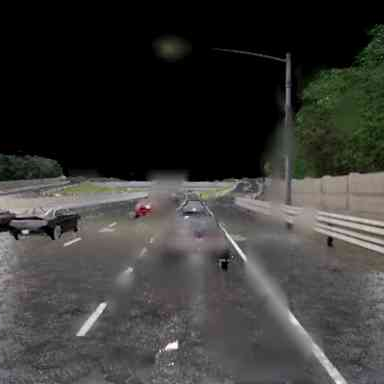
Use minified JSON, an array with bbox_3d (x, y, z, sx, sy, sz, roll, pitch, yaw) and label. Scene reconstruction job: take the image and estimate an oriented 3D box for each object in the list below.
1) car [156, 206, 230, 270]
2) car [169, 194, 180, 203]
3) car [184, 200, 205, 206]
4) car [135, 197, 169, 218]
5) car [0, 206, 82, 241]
[{"bbox_3d":[0.117,1.449,10.843,2.128,1.511,4.902,0,0,0],"label":"car"},{"bbox_3d":[-3.212,1.150,60.015,1.882,1.535,5.008,0,0,0],"label":"car"},{"bbox_3d":[0.199,1.412,29.499,1.994,1.385,4.181,0,0,0],"label":"car"},{"bbox_3d":[-3.411,1.208,28.095,2.097,1.767,4.553,0,0,0],"label":"car"},{"bbox_3d":[-6.866,1.417,16.143,2.128,1.511,4.902,0,0,0],"label":"car"}]
